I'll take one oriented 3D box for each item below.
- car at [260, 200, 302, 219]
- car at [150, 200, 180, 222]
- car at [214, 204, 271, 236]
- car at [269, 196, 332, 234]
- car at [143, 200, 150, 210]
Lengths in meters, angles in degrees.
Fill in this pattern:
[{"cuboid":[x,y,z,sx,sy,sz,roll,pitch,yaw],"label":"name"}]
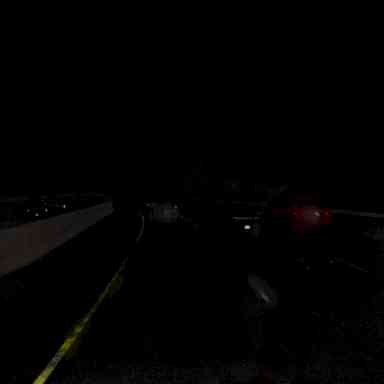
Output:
[{"cuboid":[7.942,1.521,30.311,1.837,1.490,4.892,0,0,-9],"label":"car"},{"cuboid":[-2.142,1.593,26.889,1.994,1.385,4.181,0,0,-8],"label":"car"},{"cuboid":[2.453,1.505,18.682,2.128,1.511,4.902,0,0,-6],"label":"car"},{"cuboid":[5.931,1.230,19.291,2.150,2.045,5.566,0,0,-6],"label":"car"},{"cuboid":[-5.260,1.649,42.719,1.895,1.301,4.718,0,0,-13],"label":"car"}]
